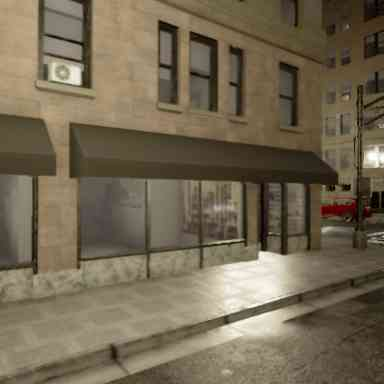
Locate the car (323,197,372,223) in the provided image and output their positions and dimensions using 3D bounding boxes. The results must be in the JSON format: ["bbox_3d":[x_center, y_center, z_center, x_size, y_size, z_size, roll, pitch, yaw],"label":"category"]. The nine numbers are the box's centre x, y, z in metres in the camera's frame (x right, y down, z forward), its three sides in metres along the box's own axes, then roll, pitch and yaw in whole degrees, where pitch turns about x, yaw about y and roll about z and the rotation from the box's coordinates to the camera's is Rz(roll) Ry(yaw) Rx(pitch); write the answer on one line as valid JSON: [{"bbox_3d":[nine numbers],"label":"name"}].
[{"bbox_3d":[11.220,1.329,25.740,2.192,1.841,5.009,0,0,-36],"label":"car"}]

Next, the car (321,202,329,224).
[{"bbox_3d":[6.660,1.561,22.571,1.994,1.385,4.181,0,0,-36],"label":"car"}]
